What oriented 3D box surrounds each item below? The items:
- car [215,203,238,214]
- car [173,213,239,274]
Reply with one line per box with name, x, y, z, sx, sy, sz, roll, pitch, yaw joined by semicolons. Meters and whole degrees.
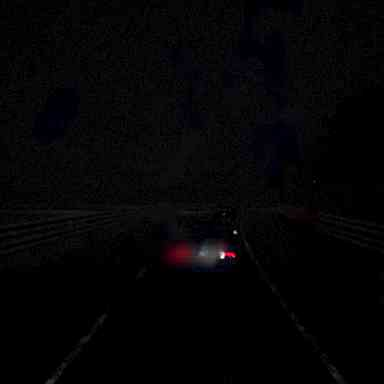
car;3.300;1.800;31.740;2.128;1.511;4.902;-1;-1;11
car;0.526;1.654;10.887;2.033;1.411;5.357;0;-1;4
